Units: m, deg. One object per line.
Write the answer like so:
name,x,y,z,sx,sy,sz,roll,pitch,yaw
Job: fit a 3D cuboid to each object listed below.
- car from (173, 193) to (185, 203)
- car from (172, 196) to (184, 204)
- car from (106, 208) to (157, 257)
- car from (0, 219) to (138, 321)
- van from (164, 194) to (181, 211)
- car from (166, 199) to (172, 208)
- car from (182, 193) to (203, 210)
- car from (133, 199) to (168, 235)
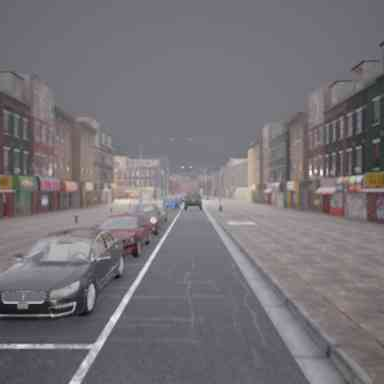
car,-2.566,1.240,67.131,2.192,1.841,5.009,0,0,0
car,-2.571,1.472,61.697,1.887,1.381,4.507,0,0,0
car,-2.628,1.523,12.791,1.887,1.381,4.507,0,0,0
car,-2.635,1.538,7.358,2.008,1.369,4.403,0,0,0
van,-2.598,1.285,39.961,1.690,1.788,3.998,0,0,0
car,-2.616,1.489,23.490,1.752,1.417,4.829,0,0,0
car,0.149,1.160,42.159,2.150,2.045,5.566,0,-1,0
car,-2.622,1.411,18.226,1.967,1.590,4.097,0,0,0
